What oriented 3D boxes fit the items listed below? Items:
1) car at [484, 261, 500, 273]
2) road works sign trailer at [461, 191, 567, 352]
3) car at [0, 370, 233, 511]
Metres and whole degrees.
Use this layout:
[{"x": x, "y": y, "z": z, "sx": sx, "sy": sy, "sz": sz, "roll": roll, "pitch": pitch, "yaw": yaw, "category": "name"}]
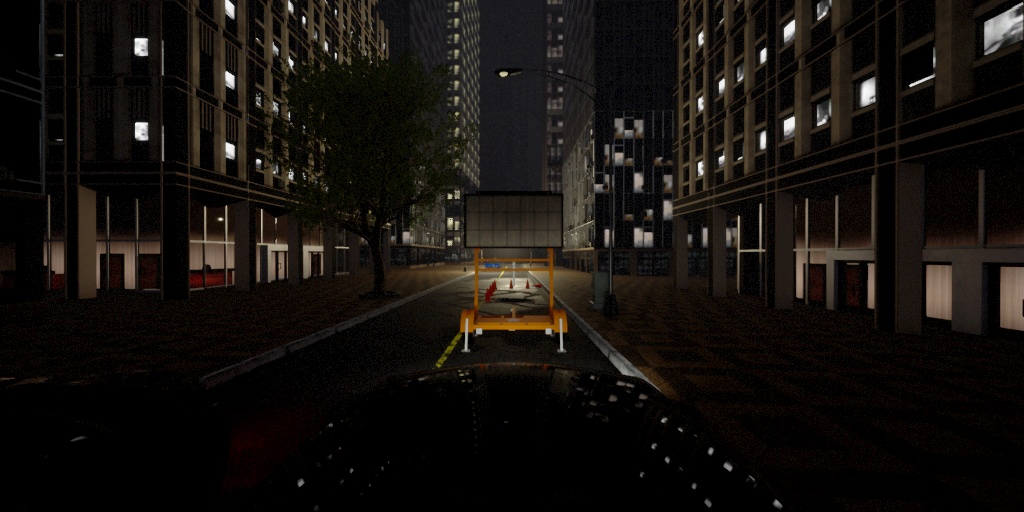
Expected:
[{"x": -2.492, "y": 1.261, "z": 45.580, "sx": 1.882, "sy": 1.535, "sz": 5.008, "roll": 0, "pitch": 0, "yaw": 0, "category": "car"}, {"x": 0.047, "y": 0.213, "z": 8.878, "sx": 2.380, "sy": 3.560, "sz": 2.880, "roll": 0, "pitch": 0, "yaw": 0, "category": "road works sign trailer"}, {"x": -2.851, "y": 1.255, "z": 0.439, "sx": 1.837, "sy": 1.490, "sz": 4.892, "roll": 0, "pitch": 0, "yaw": 0, "category": "car"}]
